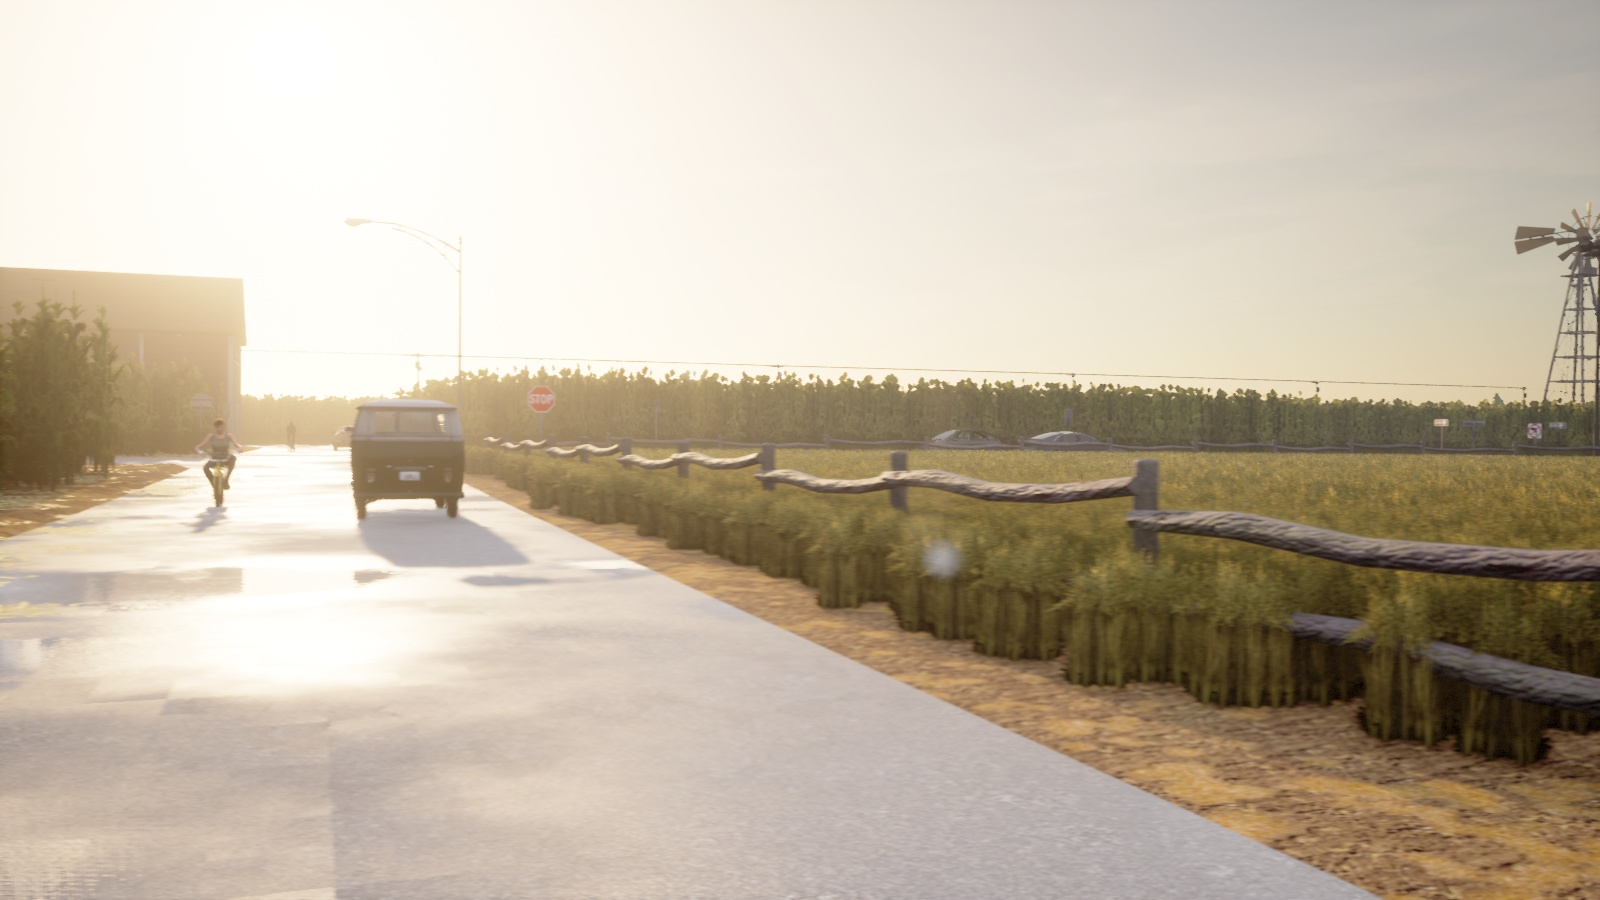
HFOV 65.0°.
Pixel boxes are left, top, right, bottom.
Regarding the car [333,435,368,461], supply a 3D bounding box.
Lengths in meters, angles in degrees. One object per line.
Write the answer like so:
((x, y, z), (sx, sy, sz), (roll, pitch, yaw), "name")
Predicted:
((-26.116, -0.110, 72.955), (1.812, 1.442, 4.674), (-1, 1, -21), "car")

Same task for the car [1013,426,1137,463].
((11.614, -0.241, 53.076), (4.892, 1.490, 1.837), (-1, 1, -20), "car")

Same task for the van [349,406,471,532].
((-6.977, 0.252, 22.191), (1.775, 1.987, 4.442), (-1, 1, -21), "van")

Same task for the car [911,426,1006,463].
((6.874, -0.264, 54.619), (3.705, 1.549, 1.789), (0, 1, -20), "car")

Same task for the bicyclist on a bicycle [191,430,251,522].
((-10.580, 0.454, 22.990), (0.866, 1.612, 1.509), (-1, 1, -20), "bicyclist on a bicycle")
